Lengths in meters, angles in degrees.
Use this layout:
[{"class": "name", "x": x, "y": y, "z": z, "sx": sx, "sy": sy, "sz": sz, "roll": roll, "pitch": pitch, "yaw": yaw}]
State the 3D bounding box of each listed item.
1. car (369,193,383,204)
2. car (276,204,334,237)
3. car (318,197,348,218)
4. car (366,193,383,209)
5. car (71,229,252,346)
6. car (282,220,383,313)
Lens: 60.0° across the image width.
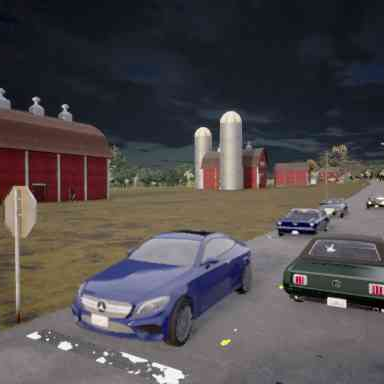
[{"class": "car", "x": 24.144, "y": 0.815, "z": 43.129, "sx": 1.895, "sy": 1.301, "sz": 4.718, "roll": 0, "pitch": 1, "yaw": 30}, {"class": "car", "x": 5.820, "y": 1.521, "z": 17.145, "sx": 1.895, "sy": 1.301, "sz": 4.718, "roll": 0, "pitch": 1, "yaw": 30}, {"class": "car", "x": 11.374, "y": 1.202, "z": 26.730, "sx": 2.128, "sy": 1.511, "sz": 4.902, "roll": 0, "pitch": 2, "yaw": 30}, {"class": "car", "x": 19.200, "y": 1.056, "z": 34.471, "sx": 1.895, "sy": 1.301, "sz": 4.718, "roll": 0, "pitch": 1, "yaw": 30}, {"class": "car", "x": -0.181, "y": 1.521, "z": 6.670, "sx": 1.812, "sy": 1.442, "sz": 4.674, "roll": 0, "pitch": 0, "yaw": 28}, {"class": "car", "x": 3.587, "y": 1.592, "z": 7.595, "sx": 1.895, "sy": 1.301, "sz": 4.718, "roll": 0, "pitch": 0, "yaw": 30}]
